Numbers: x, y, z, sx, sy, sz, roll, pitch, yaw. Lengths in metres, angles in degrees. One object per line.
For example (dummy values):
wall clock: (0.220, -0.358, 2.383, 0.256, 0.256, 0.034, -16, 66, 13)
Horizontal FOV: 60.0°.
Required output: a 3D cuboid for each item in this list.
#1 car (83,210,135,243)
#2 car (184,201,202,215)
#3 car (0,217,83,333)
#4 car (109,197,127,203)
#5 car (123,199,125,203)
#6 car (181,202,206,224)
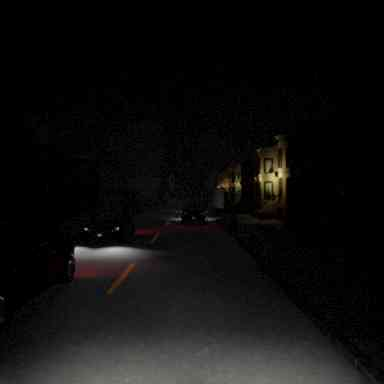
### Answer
car: (-4.063, 1.648, 16.974, 1.812, 1.442, 4.674, 0, 0, 0)
car: (0.111, 1.826, 38.877, 2.033, 1.411, 5.357, 0, 0, 0)
car: (-4.093, 1.402, 6.822, 2.097, 1.767, 4.553, 0, 0, 0)
car: (-19.441, 2.041, 87.242, 4.193, 1.474, 1.816, 0, 0, 10)
car: (-19.298, 1.952, 84.292, 4.611, 1.667, 2.242, 0, 0, 10)
car: (0.113, 1.714, 26.311, 1.812, 1.442, 4.674, 0, 0, 0)
